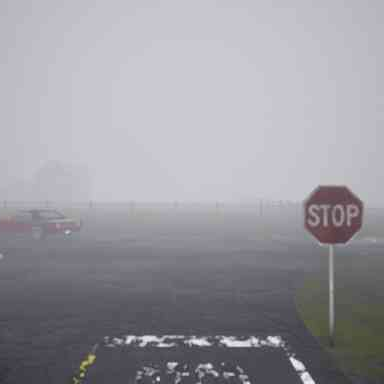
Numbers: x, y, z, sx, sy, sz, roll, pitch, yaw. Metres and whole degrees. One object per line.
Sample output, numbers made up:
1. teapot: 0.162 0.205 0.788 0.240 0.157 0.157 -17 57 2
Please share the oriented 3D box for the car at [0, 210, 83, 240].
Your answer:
1. car: -7.767 1.521 16.097 4.718 1.301 1.895 0 -1 23
